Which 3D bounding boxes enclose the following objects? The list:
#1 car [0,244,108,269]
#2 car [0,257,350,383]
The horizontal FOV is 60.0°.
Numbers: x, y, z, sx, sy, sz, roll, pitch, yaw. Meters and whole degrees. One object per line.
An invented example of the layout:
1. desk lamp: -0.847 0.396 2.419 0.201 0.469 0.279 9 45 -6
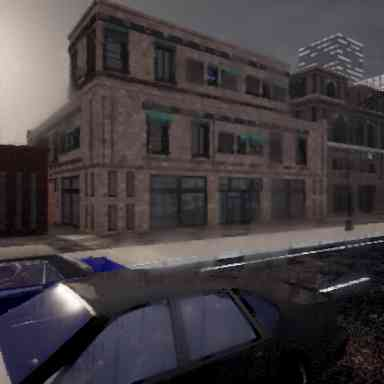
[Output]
1. car: -3.270 1.603 5.344 4.718 1.301 1.895 1 0 -35
2. car: -0.631 1.557 3.235 5.357 1.411 2.033 1 0 -35
